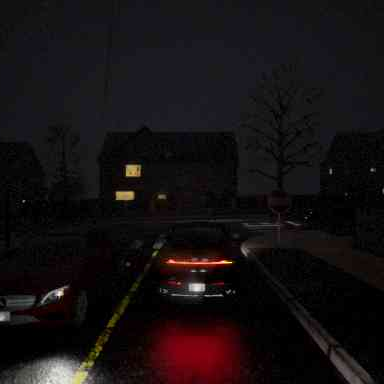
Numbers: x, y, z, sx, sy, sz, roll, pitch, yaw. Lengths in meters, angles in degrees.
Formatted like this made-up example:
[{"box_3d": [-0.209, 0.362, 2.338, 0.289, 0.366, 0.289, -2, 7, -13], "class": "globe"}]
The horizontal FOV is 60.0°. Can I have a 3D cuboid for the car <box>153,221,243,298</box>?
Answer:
[{"box_3d": [0.187, 1.505, 8.520, 1.837, 1.490, 4.892, 0, 0, 2], "class": "car"}]

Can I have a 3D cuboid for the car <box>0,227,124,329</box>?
[{"box_3d": [-2.712, 1.525, 7.100, 1.812, 1.442, 4.674, 0, 0, 1], "class": "car"}]

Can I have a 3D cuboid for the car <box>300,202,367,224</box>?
[{"box_3d": [9.584, 1.310, 21.609, 4.718, 1.301, 1.895, -1, 1, -2], "class": "car"}]
